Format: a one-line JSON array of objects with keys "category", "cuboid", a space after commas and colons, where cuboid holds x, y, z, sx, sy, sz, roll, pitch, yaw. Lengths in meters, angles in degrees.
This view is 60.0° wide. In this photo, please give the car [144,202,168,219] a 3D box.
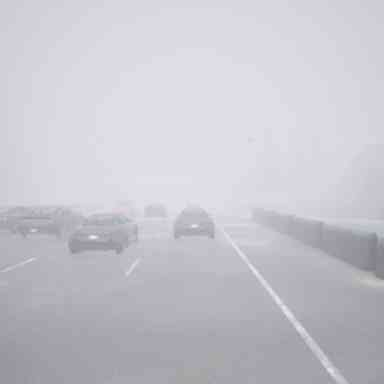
[{"category": "car", "cuboid": [-3.381, 1.723, 31.915, 1.882, 1.535, 5.008, 0, -1, 0]}]

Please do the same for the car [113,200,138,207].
[{"category": "car", "cuboid": [-6.880, 1.668, 34.829, 2.097, 1.767, 4.553, 0, -1, 0]}]

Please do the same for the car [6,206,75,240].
[{"category": "car", "cuboid": [-6.893, 1.467, 16.892, 2.128, 1.511, 4.902, 0, 0, 0]}]

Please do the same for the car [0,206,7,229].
[{"category": "car", "cuboid": [-10.389, 1.509, 19.321, 1.812, 1.442, 4.674, 0, 0, 0]}]

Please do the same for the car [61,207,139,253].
[{"category": "car", "cuboid": [-3.394, 1.533, 13.460, 1.994, 1.385, 4.181, 0, 0, 0]}]

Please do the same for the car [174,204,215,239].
[{"category": "car", "cuboid": [0.108, 1.528, 17.192, 1.994, 1.385, 4.181, 0, 0, 0]}]
